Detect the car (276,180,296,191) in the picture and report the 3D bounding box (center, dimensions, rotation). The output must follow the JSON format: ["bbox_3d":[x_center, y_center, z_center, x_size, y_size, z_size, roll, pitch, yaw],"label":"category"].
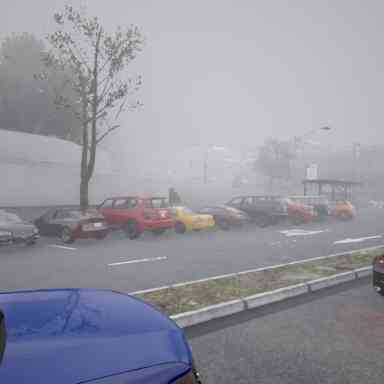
[{"bbox_3d":[19.304,-0.992,66.296,2.231,1.521,4.892,7,3,35],"label":"car"}]

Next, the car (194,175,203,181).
[{"bbox_3d":[3.755,-3.698,88.444,2.435,2.045,5.566,7,3,34],"label":"car"}]

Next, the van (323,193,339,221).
[{"bbox_3d":[8.826,1.297,26.216,4.442,1.987,1.878,-1,-1,35],"label":"van"}]

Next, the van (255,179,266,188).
[{"bbox_3d":[15.825,-1.763,71.137,1.878,1.987,4.442,7,4,35],"label":"van"}]

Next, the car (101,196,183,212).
[{"bbox_3d":[-3.597,1.248,17.653,5.566,2.045,2.435,-1,-1,35],"label":"car"}]

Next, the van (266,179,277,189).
[{"bbox_3d":[17.549,-1.490,68.662,1.878,1.987,4.442,7,4,35],"label":"van"}]

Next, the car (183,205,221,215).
[{"bbox_3d":[-1.273,1.503,19.476,5.366,1.575,1.946,-1,-1,35],"label":"car"}]

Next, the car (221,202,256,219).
[{"bbox_3d":[1.336,1.549,21.098,4.674,1.452,2.002,-1,-1,35],"label":"car"}]

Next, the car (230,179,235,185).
[{"bbox_3d":[10.692,-2.317,78.661,2.002,1.452,4.674,7,3,35],"label":"car"}]

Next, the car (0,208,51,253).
[{"bbox_3d":[-8.468,1.493,14.171,4.892,1.521,2.231,-1,-1,35],"label":"car"}]

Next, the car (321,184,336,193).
[{"bbox_3d":[24.500,-0.425,58.900,2.435,2.045,5.566,7,3,35],"label":"car"}]

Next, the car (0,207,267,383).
[{"bbox_3d":[-2.431,1.221,1.402,5.566,2.045,2.150,0,0,-35],"label":"car"}]

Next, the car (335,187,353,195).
[{"bbox_3d":[26.186,0.137,56.425,2.002,1.452,4.674,7,3,35],"label":"car"}]

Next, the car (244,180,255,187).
[{"bbox_3d":[14.256,-1.811,73.871,1.946,1.575,5.366,7,3,35],"label":"car"}]

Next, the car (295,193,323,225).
[{"bbox_3d":[6.284,1.267,24.551,5.566,2.045,2.435,-1,-1,35],"label":"car"}]

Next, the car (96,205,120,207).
[{"bbox_3d":[-6.045,1.524,15.913,4.792,1.488,2.163,-1,-1,35],"label":"car"}]

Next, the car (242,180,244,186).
[{"bbox_3d":[12.429,-2.043,76.195,2.002,1.452,4.674,7,4,35],"label":"car"}]

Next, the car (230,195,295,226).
[{"bbox_3d":[3.767,1.263,22.851,5.566,2.045,2.435,-1,-1,35],"label":"car"}]

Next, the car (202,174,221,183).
[{"bbox_3d":[5.601,-3.176,86.181,1.946,1.575,5.366,7,3,34],"label":"car"}]

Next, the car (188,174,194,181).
[{"bbox_3d":[1.965,-3.850,90.914,2.185,1.767,4.553,6,3,34],"label":"car"}]

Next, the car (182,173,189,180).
[{"bbox_3d":[0.240,-4.085,93.387,2.185,1.767,4.553,4,1,34],"label":"car"}]

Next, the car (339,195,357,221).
[{"bbox_3d":[11.239,1.404,27.961,4.553,1.767,2.185,-1,-1,35],"label":"car"}]

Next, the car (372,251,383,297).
[{"bbox_3d":[5.821,1.515,7.256,4.892,1.490,1.837,0,0,-35],"label":"car"}]
